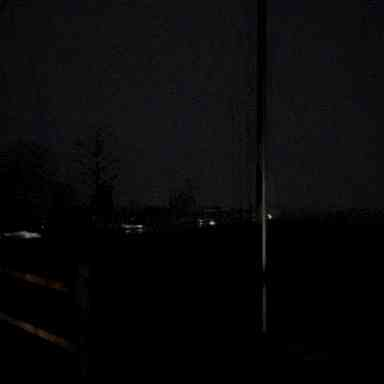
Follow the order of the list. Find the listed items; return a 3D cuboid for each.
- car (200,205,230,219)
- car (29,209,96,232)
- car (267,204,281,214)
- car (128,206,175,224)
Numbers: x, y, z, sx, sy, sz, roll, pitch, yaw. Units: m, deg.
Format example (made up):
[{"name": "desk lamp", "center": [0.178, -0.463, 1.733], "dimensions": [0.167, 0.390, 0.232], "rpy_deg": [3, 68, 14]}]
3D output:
[{"name": "car", "center": [2.735, 2.243, 38.222], "dimensions": [1.812, 1.442, 4.674], "rpy_deg": [1, 0, 36]}, {"name": "car", "center": [-8.597, 1.866, 22.380], "dimensions": [1.994, 1.385, 4.181], "rpy_deg": [1, -1, 35]}, {"name": "car", "center": [12.141, 2.601, 51.223], "dimensions": [1.837, 1.490, 4.892], "rpy_deg": [1, -1, 36]}, {"name": "car", "center": [-3.522, 1.991, 29.474], "dimensions": [1.837, 1.490, 4.892], "rpy_deg": [1, 0, 35]}]
